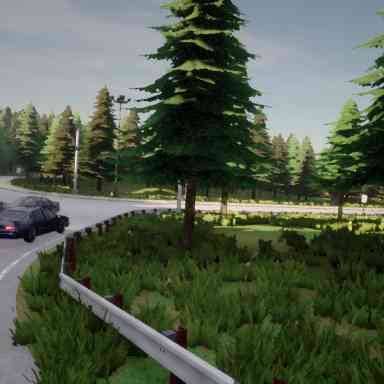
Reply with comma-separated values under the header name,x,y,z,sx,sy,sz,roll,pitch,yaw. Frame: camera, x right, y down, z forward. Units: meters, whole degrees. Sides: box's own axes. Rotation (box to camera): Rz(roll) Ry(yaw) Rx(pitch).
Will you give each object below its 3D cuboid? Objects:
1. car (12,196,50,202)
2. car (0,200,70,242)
name,x,y,z,sx,sy,sz,roll,pitch,yaw
car,-10.508,1.012,21.677,2.033,1.411,5.357,4,2,4
car,-7.597,1.372,15.551,2.033,1.411,5.357,4,1,3
